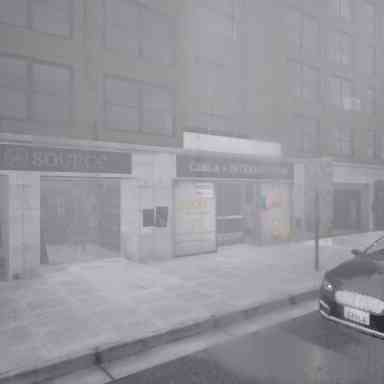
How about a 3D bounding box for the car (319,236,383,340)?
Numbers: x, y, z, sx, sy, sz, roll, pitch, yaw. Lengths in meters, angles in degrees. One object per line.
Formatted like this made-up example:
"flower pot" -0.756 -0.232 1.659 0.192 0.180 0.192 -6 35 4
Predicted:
"car" 4.340 1.491 6.151 4.902 1.511 2.128 0 0 -35
